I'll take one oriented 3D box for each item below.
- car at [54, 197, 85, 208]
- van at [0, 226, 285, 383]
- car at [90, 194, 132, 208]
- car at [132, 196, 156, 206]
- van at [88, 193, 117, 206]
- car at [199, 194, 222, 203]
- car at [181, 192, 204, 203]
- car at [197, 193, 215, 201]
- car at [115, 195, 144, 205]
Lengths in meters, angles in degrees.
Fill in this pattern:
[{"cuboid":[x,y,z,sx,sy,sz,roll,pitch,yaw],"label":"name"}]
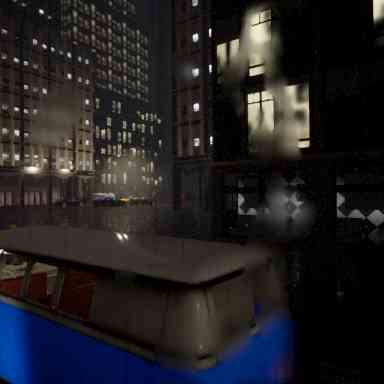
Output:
[{"cuboid":[-16.846,1.403,45.922,1.947,1.339,4.313,0,0,36],"label":"car"},{"cuboid":[-1.020,1.342,3.616,3.998,1.788,1.690,0,-1,35],"label":"van"},{"cuboid":[-10.060,1.267,41.007,1.887,1.381,4.507,0,0,36],"label":"car"},{"cuboid":[-6.731,1.230,45.557,2.008,1.369,4.403,0,0,36],"label":"car"},{"cuboid":[-13.517,1.135,50.473,1.690,1.788,3.998,0,0,36],"label":"van"},{"cuboid":[3.258,1.100,59.207,2.008,1.369,4.403,0,0,36],"label":"car"},{"cuboid":[-0.074,0.908,54.656,2.192,1.841,5.009,0,0,36],"label":"car"},{"cuboid":[3.137,1.016,73.233,1.967,1.590,4.097,0,0,36],"label":"car"},{"cuboid":[-10.286,1.278,54.888,1.752,1.417,4.829,0,0,36],"label":"car"}]
